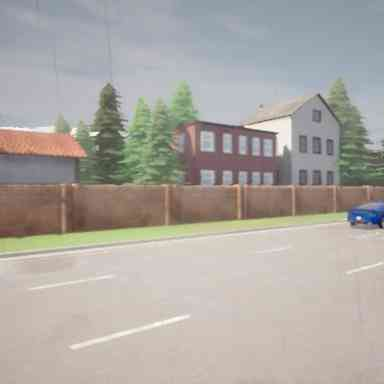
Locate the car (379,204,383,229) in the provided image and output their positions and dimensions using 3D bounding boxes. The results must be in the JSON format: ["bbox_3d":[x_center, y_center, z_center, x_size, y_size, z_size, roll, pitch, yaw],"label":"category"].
[{"bbox_3d":[11.307,1.391,16.113,4.892,1.490,1.837,-1,1,-35],"label":"car"}]

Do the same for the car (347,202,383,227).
[{"bbox_3d":[11.659,1.344,20.662,5.008,1.535,1.882,0,0,-36],"label":"car"}]
